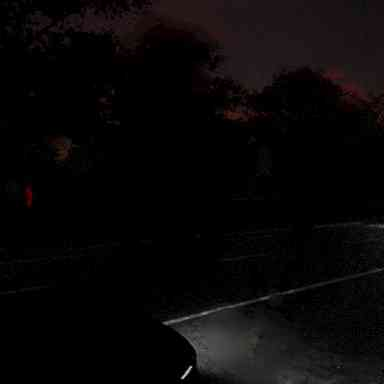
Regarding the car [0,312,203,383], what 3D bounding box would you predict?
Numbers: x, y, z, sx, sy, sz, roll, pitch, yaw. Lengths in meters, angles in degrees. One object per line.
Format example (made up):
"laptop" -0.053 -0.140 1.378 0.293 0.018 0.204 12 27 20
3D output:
"car" -2.050 1.521 2.199 4.674 1.442 1.812 0 0 -36
